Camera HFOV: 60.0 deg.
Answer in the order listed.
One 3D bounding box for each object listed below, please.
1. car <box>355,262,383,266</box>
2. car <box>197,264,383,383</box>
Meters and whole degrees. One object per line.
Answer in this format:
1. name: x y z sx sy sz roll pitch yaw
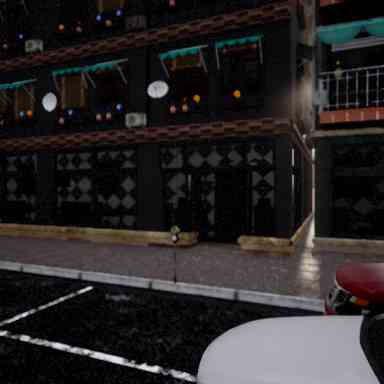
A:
1. car: 4.123 1.306 3.567 5.009 1.841 2.192 0 0 22
2. car: 2.287 1.519 2.301 4.674 1.442 1.812 0 0 22
